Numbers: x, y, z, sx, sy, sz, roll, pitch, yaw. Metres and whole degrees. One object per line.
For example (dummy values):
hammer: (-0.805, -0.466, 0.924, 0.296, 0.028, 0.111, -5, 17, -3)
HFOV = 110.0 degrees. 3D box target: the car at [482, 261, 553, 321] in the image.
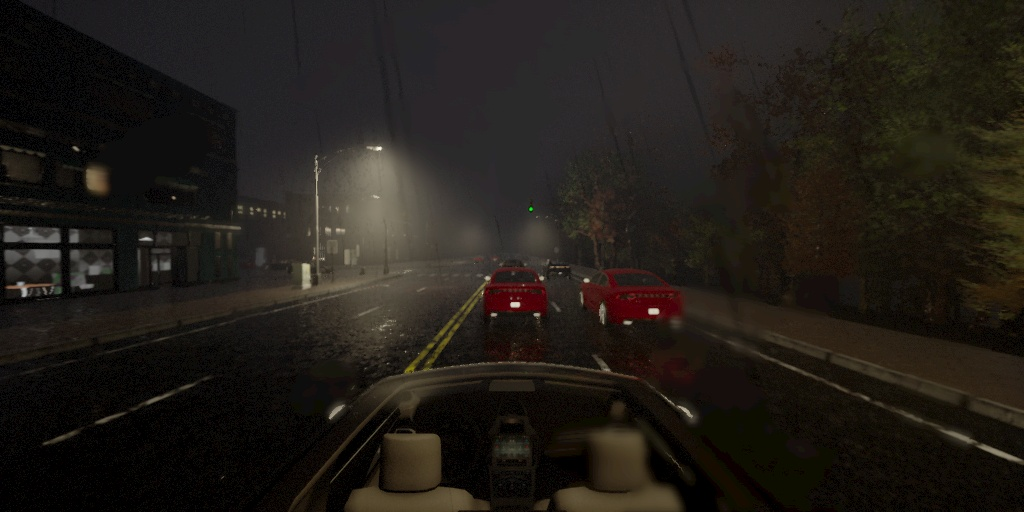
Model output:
car: (0.094, 1.116, 12.013, 1.882, 1.535, 5.008, 0, 1, 0)

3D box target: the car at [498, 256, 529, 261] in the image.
car: (0.088, 0.975, 27.411, 1.837, 1.490, 4.892, 0, 1, 0)

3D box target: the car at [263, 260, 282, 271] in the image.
car: (-28.300, 1.105, 44.289, 4.403, 1.370, 2.007, 0, 0, 0)

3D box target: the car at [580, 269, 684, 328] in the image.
car: (3.346, 1.127, 10.936, 1.882, 1.535, 5.008, 0, 1, 0)

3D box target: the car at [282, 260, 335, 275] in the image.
car: (-19.963, 1.200, 35.781, 4.313, 1.339, 1.948, 0, 0, 0)

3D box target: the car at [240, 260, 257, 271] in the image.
car: (-33.835, 1.200, 44.294, 4.207, 1.307, 1.802, 0, 0, 0)

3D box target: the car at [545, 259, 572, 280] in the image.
car: (3.338, 0.964, 27.227, 2.128, 1.511, 4.902, 0, 1, 0)
